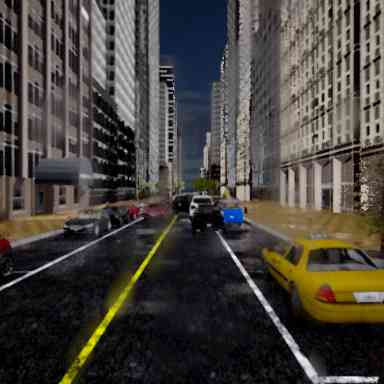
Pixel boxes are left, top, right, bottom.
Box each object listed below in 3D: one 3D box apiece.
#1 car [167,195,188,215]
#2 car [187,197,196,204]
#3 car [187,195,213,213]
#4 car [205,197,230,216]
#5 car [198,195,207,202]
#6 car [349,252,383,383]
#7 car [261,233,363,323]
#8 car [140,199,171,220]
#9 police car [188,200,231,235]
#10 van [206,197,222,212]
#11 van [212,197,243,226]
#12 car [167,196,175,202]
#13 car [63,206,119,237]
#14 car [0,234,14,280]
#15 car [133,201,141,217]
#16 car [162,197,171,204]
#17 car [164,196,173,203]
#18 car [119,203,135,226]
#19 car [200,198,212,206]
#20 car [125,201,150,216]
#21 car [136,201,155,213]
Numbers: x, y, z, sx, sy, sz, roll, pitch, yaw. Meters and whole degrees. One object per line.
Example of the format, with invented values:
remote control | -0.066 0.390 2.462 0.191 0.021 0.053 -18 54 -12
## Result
car | -0.172 1.381 35.936 2.150 2.045 5.566 -1 0 24
car | -0.059 1.729 70.560 1.812 1.442 4.674 0 0 0
car | 0.875 1.357 29.583 2.150 2.045 5.566 0 0 0
car | 2.651 1.475 35.575 2.192 1.841 5.009 -1 0 0
car | 2.608 1.701 86.727 2.192 1.841 5.009 -1 0 0
car | 2.680 1.447 1.473 1.967 1.590 4.097 -1 0 0
car | 2.676 1.559 7.326 1.752 1.417 4.829 -1 0 0
car | -3.123 1.659 29.614 1.812 1.442 4.674 0 0 0
police car | 0.883 1.514 19.661 1.930 1.638 5.238 0 0 0
van | 2.646 1.526 41.258 1.690 1.788 3.998 -1 0 0
van | 2.661 1.450 24.207 1.690 1.788 3.998 -1 0 0
car | -5.774 1.935 92.233 1.752 1.417 4.829 -1 0 0
car | -5.713 1.634 18.516 2.008 1.369 4.403 -1 0 0
car | -5.705 1.473 7.149 1.967 1.590 4.097 -1 0 0
car | -5.723 1.679 29.883 1.887 1.381 4.507 -1 0 0
car | -5.760 1.918 75.351 1.802 1.307 4.206 -1 0 0
car | -5.766 1.801 81.035 1.967 1.590 4.097 -1 0 0
car | -5.718 1.675 24.199 1.947 1.339 4.313 -1 0 0
car | 2.630 1.837 63.991 2.008 1.369 4.403 -1 0 0
car | -5.728 1.710 35.567 2.008 1.369 4.403 -1 0 0
car | -5.732 1.767 41.250 1.802 1.307 4.206 -1 0 0
